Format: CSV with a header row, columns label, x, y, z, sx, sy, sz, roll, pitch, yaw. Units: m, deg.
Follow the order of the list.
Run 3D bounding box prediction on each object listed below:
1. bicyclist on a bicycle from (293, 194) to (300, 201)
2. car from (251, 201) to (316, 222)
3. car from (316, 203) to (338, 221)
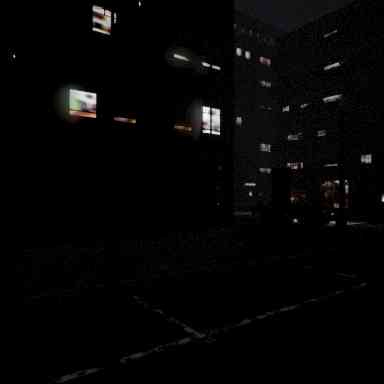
label,x,y,z,sx,sy,sz,roll,pitch,yaw
bicyclist on a bicycle,11.514,1.011,36.229,1.656,1.620,0.582,0,1,-36
car,6.267,1.342,24.208,2.008,1.369,4.403,1,0,-36
car,8.772,1.367,25.237,1.994,1.385,4.181,0,1,-38
